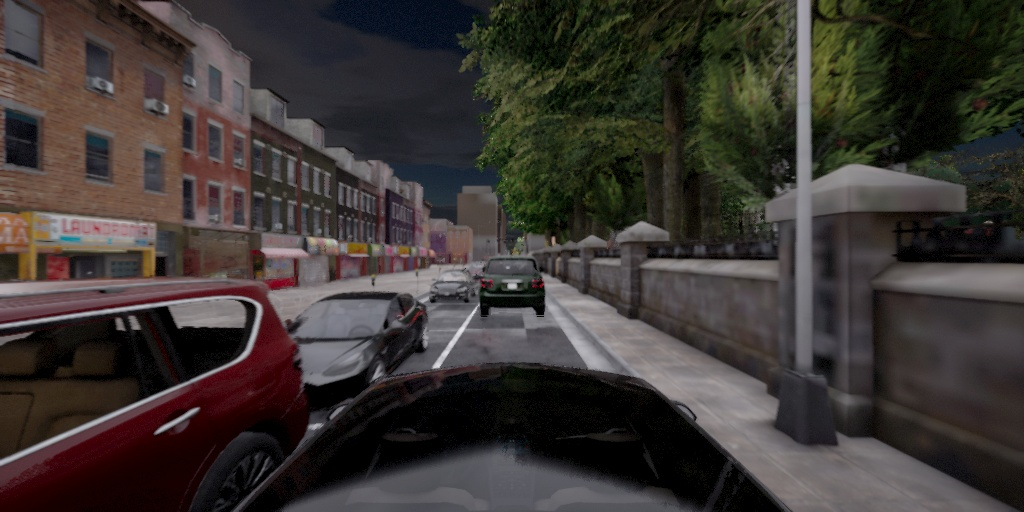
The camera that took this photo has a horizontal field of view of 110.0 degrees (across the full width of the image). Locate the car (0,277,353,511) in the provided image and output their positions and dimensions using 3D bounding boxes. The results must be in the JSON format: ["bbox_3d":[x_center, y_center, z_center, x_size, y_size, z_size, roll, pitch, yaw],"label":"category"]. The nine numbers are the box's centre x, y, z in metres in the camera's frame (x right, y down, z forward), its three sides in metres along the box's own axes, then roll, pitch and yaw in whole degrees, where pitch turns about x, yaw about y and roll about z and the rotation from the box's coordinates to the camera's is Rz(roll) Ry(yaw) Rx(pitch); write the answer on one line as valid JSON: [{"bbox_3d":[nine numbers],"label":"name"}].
[{"bbox_3d":[-2.657,1.063,0.963,2.192,1.841,5.009,0,0,0],"label":"car"}]

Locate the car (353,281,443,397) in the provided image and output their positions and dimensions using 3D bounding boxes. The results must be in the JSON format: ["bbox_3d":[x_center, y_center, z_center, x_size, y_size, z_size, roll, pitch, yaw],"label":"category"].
[{"bbox_3d":[-2.653,1.325,6.233,1.948,1.339,4.313,0,0,0],"label":"car"}]

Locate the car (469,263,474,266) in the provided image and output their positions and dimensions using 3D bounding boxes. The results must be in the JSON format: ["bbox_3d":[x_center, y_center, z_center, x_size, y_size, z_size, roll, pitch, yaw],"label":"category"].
[{"bbox_3d":[-2.640,1.240,27.313,1.967,1.591,4.097,0,0,0],"label":"car"}]

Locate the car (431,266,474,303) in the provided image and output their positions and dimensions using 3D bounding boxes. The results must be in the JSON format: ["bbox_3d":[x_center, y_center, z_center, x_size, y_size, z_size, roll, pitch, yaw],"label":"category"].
[{"bbox_3d":[-2.647,1.330,16.774,2.007,1.370,4.403,0,0,0],"label":"car"}]

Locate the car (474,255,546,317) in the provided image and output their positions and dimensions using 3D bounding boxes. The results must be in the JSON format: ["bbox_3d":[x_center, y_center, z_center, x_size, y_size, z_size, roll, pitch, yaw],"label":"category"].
[{"bbox_3d":[0.033,0.996,13.498,2.150,2.045,5.566,0,0,1],"label":"car"}]
